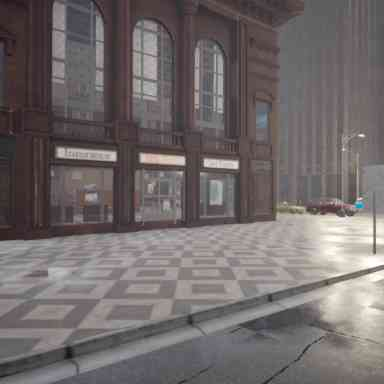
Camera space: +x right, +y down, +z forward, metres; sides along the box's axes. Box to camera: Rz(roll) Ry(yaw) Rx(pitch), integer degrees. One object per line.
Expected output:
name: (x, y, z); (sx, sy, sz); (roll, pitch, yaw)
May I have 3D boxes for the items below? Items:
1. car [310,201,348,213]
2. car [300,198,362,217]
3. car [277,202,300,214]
car: (17.670, 1.899, 43.116); (1.802, 1.307, 4.206); (-1, 0, -35)
car: (13.953, 1.523, 33.598); (2.192, 1.841, 5.009); (0, 0, -35)
car: (10.809, 1.799, 38.052); (1.752, 1.417, 4.829); (0, 0, -35)
